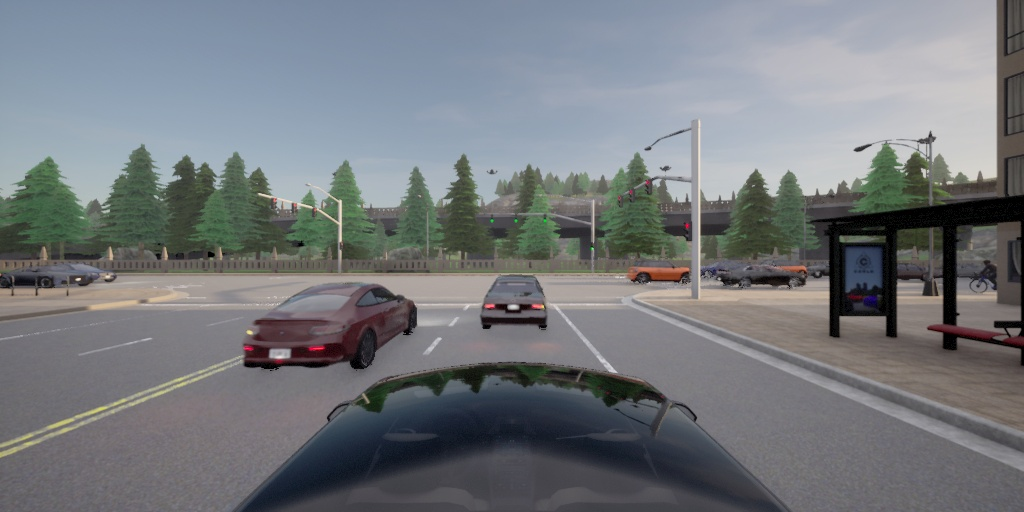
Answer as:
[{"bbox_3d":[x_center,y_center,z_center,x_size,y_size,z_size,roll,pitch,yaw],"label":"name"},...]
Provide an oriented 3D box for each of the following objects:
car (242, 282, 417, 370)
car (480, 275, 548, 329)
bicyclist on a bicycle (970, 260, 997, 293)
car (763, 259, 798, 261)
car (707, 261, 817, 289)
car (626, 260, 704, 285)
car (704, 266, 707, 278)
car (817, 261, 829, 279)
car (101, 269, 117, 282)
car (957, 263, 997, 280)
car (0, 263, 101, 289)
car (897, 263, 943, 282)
[{"bbox_3d":[-3.440,1.282,7.638,1.812,1.442,4.674,0,0,0],"label":"car"},{"bbox_3d":[0.156,1.308,11.331,2.033,1.411,5.357,0,0,3],"label":"car"},{"bbox_3d":[22.757,1.012,17.014,0.582,1.620,1.656,0,0,1],"label":"bicyclist on a bicycle"},{"bbox_3d":[20.955,1.076,28.928,4.553,1.767,2.097,0,0,2],"label":"car"},{"bbox_3d":[15.099,1.208,21.887,4.902,1.511,2.128,0,0,1],"label":"car"},{"bbox_3d":[10.595,1.072,25.441,4.553,1.767,2.097,0,0,1],"label":"car"},{"bbox_3d":[18.909,1.206,32.483,5.008,1.535,1.882,0,0,1],"label":"car"},{"bbox_3d":[28.290,1.219,32.099,4.902,1.511,2.128,0,0,4],"label":"car"},{"bbox_3d":[-31.563,1.247,25.927,4.674,1.442,1.812,0,0,0],"label":"car"},{"bbox_3d":[38.079,1.290,30.416,4.181,1.385,1.994,0,0,17],"label":"car"},{"bbox_3d":[-29.038,1.281,22.384,4.181,1.385,1.994,0,0,1],"label":"car"},{"bbox_3d":[30.558,1.271,28.488,5.357,1.411,2.033,0,0,6],"label":"car"}]
